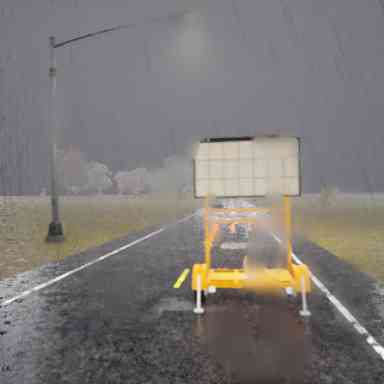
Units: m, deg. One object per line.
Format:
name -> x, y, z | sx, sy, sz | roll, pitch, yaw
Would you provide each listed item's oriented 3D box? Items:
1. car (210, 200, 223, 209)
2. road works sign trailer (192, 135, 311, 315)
car -> 4.274, 2.123, 56.673 | 1.994, 1.385, 4.181 | -1, -1, 8
road works sign trailer -> 1.268, 0.527, 7.731 | 2.380, 3.560, 2.880 | -1, -1, 8
